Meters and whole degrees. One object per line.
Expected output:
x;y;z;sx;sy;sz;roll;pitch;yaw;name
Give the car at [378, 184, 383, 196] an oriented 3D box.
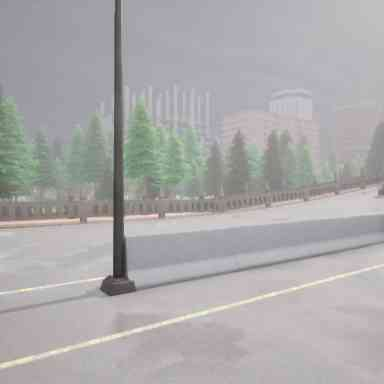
22.666;-0.591;37.097;4.553;1.767;2.097;-9;5;-35;car
